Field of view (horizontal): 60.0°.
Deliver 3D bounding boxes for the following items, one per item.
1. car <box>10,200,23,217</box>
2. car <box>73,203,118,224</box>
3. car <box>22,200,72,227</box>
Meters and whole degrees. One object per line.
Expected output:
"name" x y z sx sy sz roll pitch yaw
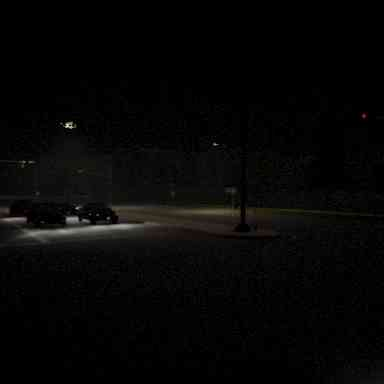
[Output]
"car" -16.005 1.510 31.501 1.837 1.490 4.892 0 0 -35
"car" -7.100 1.533 24.816 1.812 1.442 4.674 0 0 -35
"car" -10.120 1.482 23.004 1.882 1.535 5.008 0 0 -35
